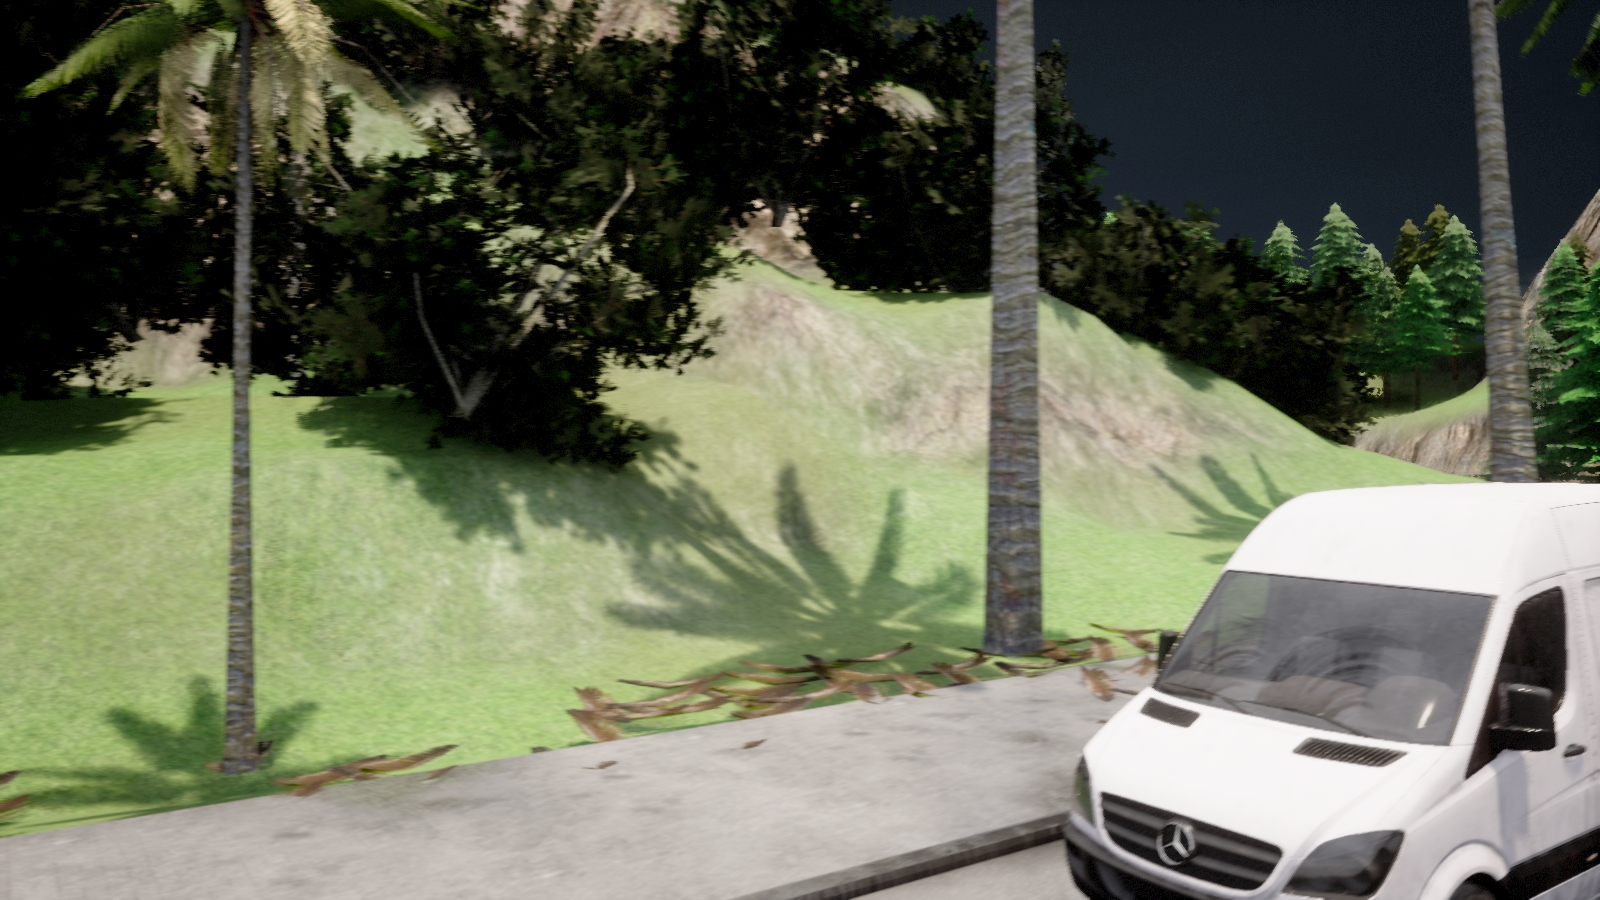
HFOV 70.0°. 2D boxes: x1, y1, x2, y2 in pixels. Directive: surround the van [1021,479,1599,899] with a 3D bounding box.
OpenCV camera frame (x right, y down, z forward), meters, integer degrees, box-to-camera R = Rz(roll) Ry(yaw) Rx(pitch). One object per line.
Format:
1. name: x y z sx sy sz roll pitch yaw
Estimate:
1. van: 4.247 1.534 7.357 5.915 2.561 1.988 0 0 -35
